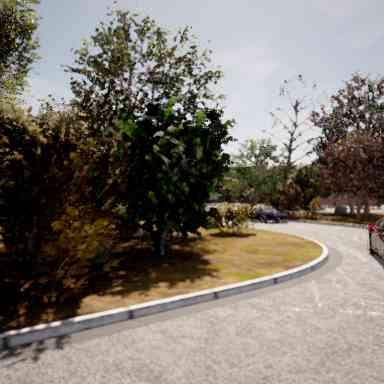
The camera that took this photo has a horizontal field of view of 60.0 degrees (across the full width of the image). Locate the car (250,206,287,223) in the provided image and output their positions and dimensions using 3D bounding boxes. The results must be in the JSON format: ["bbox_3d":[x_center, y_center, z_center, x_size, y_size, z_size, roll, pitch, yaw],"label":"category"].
[{"bbox_3d":[5.559,1.834,28.126,1.895,1.301,4.718,2,-1,-37],"label":"car"}]

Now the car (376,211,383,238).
[{"bbox_3d":[11.300,1.768,16.385,1.994,1.385,4.181,1,-1,-2],"label":"car"}]

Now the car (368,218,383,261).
[{"bbox_3d":[6.959,1.548,10.623,1.882,1.535,5.008,2,0,20],"label":"car"}]
